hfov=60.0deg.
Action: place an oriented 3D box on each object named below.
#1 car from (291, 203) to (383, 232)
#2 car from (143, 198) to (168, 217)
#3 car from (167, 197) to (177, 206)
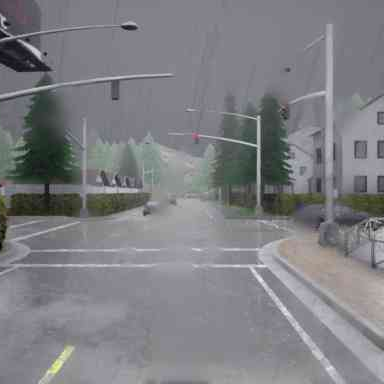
[{"bbox_3d":[7.732,1.333,17.854,4.674,1.442,1.812,0,0,1],"label":"car"},{"bbox_3d":[-3.516,1.526,31.409,1.812,1.442,4.674,0,0,-2],"label":"car"},{"bbox_3d":[-3.529,1.548,55.049,2.033,1.411,5.357,0,0,1],"label":"car"}]
